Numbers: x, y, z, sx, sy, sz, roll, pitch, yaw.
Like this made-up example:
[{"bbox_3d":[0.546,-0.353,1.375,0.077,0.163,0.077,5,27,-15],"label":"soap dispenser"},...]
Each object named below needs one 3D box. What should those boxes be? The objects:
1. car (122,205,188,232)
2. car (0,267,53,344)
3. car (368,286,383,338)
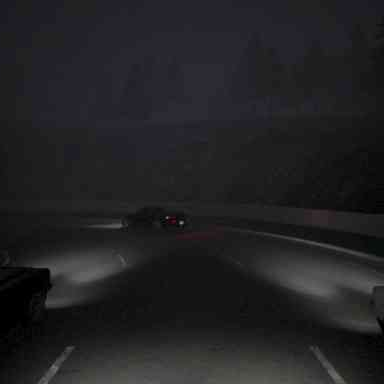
[{"bbox_3d":[-2.251,1.507,19.844,4.674,1.442,1.812,0,0,43],"label":"car"},{"bbox_3d":[-3.442,1.597,3.990,1.895,1.301,4.718,0,0,-1],"label":"car"},{"bbox_3d":[3.588,1.599,2.873,1.895,1.301,4.718,0,0,0],"label":"car"}]
